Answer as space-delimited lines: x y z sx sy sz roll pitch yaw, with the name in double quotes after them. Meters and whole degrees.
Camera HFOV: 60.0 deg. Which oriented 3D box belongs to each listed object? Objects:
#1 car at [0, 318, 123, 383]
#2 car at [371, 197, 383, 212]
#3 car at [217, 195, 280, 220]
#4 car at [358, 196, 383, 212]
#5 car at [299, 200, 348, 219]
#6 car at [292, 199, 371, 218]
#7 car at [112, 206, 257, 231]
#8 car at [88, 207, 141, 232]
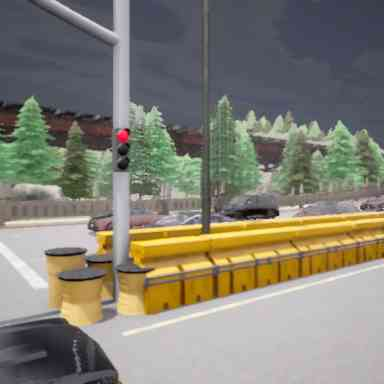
-2.698 1.601 1.821 4.718 1.301 1.895 0 0 -36 "car"
14.357 1.348 22.858 4.553 1.767 2.097 0 0 -36 "car"
3.942 1.227 24.005 5.566 2.045 2.150 0 0 -35 "car"
19.771 1.217 35.361 4.181 1.385 1.994 -4 2 -35 "car"
11.725 1.505 29.577 4.674 1.442 1.812 -1 1 -36 "car"
7.229 1.357 17.752 4.553 1.767 2.097 0 0 -36 "car"
-0.165 1.494 12.434 4.902 1.511 2.128 0 0 -37 "car"
-3.604 1.567 18.619 4.181 1.385 1.994 0 0 -36 "car"
